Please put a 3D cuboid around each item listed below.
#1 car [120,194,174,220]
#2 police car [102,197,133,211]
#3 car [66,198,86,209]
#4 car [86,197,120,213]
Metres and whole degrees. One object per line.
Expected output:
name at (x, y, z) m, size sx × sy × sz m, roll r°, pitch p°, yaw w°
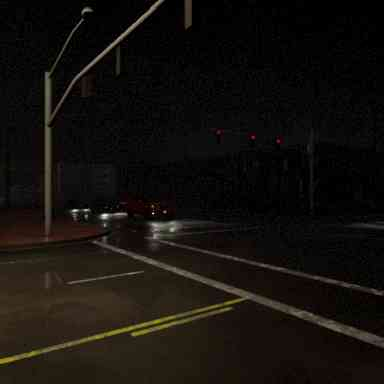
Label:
car at (-3.762, 1.221, 28.535) m, size 2.150 × 2.045 × 5.566 m, roll 0°, pitch 0°, yaw -36°
police car at (-9.699, 1.502, 42.975) m, size 2.038 × 1.542 × 4.974 m, roll 0°, pitch 0°, yaw -36°
car at (-15.651, 1.524, 45.106) m, size 1.812 × 1.442 × 4.674 m, roll 0°, pitch 0°, yaw -36°
car at (-9.841, 1.503, 36.999) m, size 1.837 × 1.490 × 4.892 m, roll 0°, pitch 0°, yaw -36°
